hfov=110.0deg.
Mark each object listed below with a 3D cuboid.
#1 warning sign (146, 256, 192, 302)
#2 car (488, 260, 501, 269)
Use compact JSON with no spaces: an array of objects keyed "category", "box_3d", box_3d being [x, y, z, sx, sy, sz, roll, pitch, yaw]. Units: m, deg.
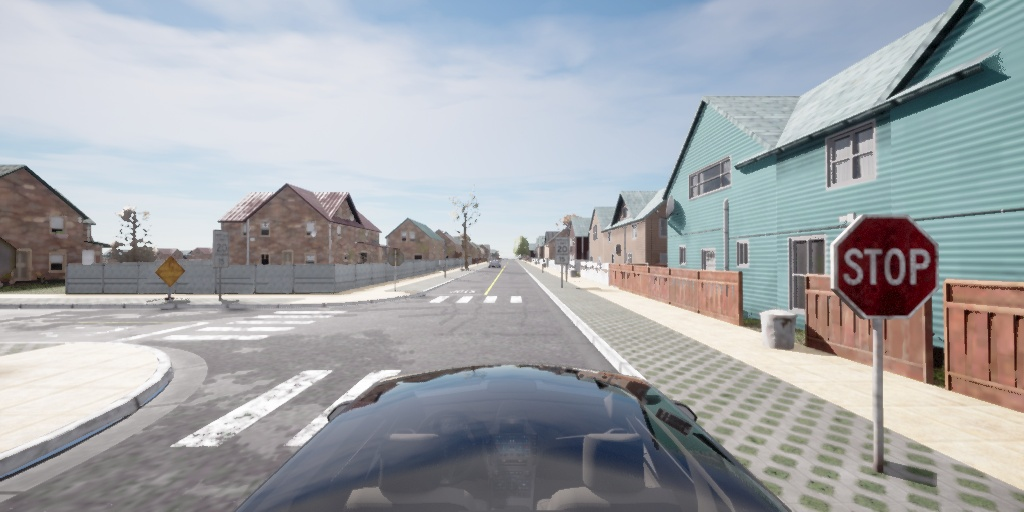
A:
[{"category":"warning sign","box_3d":[-14.000,0.909,14.649,1.060,1.860,1.300,0,0,0]},{"category":"car","box_3d":[-2.750,1.382,58.743,1.994,1.385,4.181,0,0,0]}]
